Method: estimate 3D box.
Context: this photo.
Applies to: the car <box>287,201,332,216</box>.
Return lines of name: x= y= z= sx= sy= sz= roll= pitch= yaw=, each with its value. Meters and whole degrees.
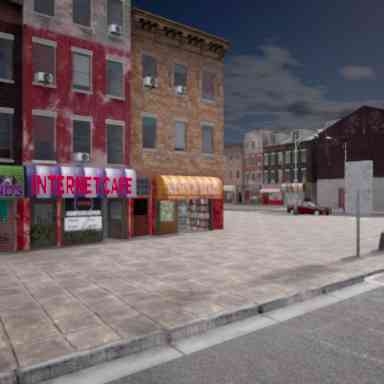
car: x=11.501 y=1.609 z=32.806 sx=1.887 sy=1.381 sz=4.507 roll=-1 pitch=0 yaw=-36
